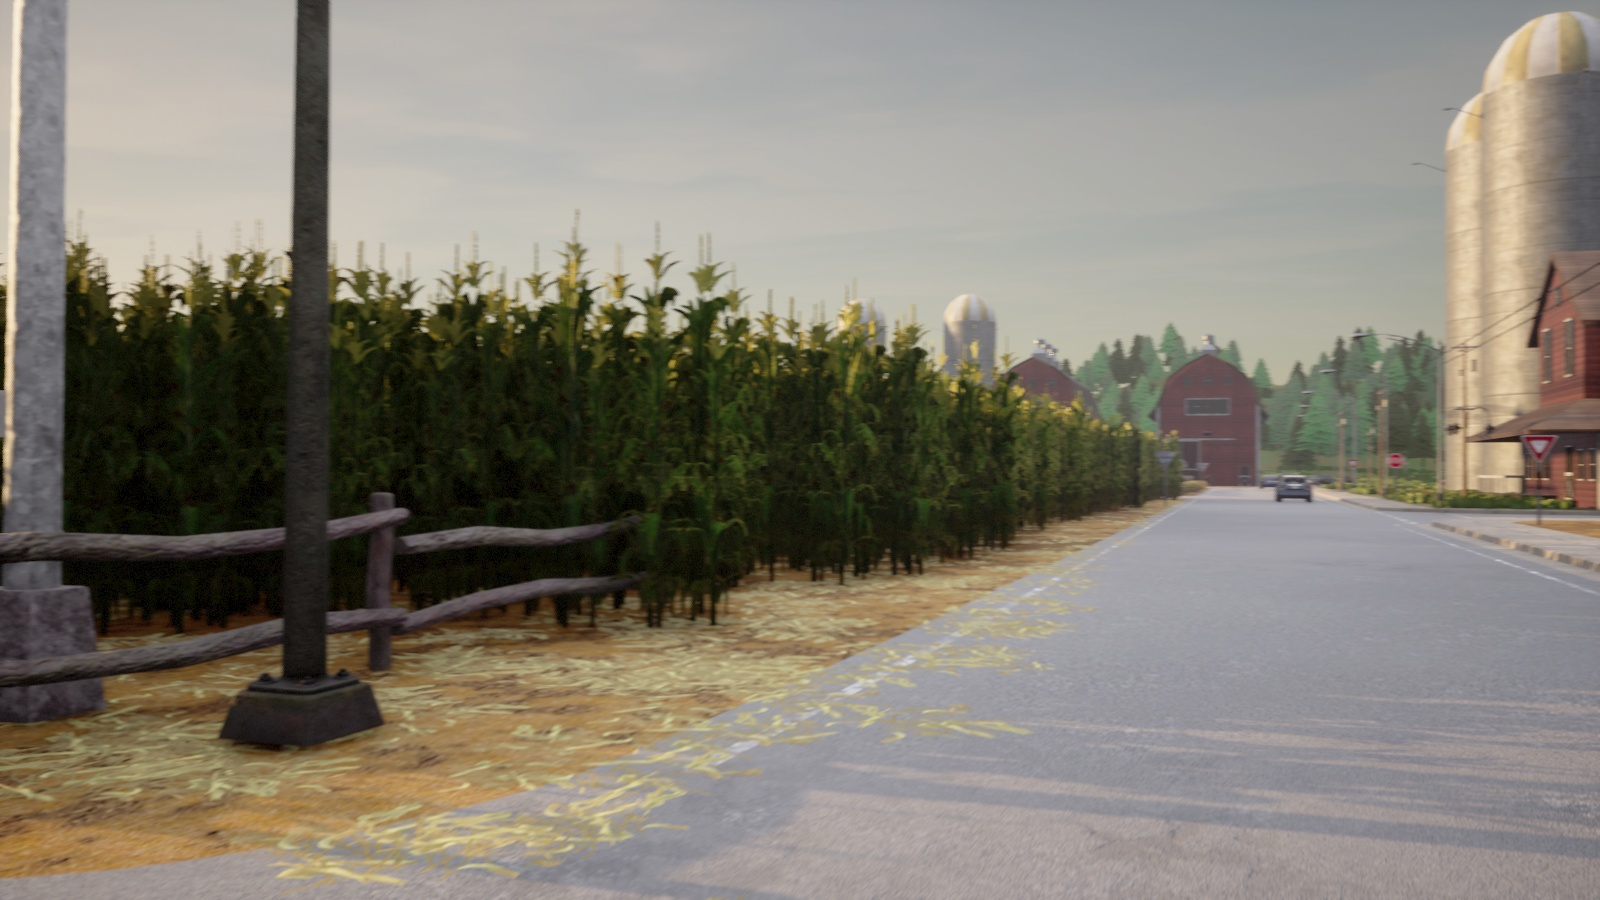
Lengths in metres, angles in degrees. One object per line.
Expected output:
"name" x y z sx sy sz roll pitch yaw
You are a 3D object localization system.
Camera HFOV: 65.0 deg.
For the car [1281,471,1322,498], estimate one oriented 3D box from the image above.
"car" 27.964 1.900 70.117 1.970 1.475 3.806 0 -1 19
